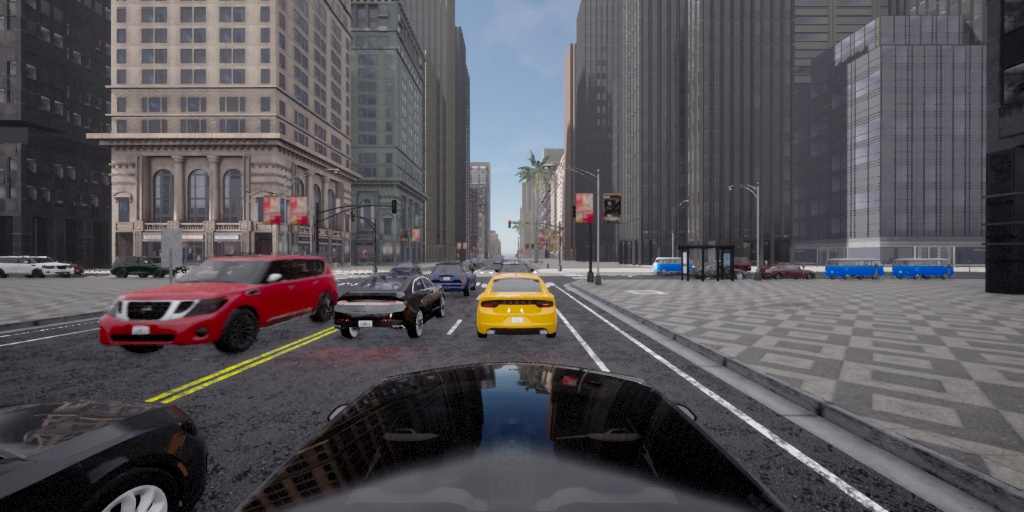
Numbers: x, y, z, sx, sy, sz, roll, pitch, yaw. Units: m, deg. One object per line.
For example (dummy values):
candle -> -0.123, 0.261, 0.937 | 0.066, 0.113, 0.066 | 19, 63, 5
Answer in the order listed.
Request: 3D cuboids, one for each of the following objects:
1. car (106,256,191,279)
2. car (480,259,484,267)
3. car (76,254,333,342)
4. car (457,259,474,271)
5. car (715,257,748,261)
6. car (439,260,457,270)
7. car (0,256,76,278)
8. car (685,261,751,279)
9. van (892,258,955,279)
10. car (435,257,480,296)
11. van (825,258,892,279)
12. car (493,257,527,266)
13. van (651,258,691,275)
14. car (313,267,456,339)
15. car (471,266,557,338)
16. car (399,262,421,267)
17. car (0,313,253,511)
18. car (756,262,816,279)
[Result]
car -> -33.012, 1.007, 32.664 | 5.566, 2.045, 2.150 | 0, 0, 0
car -> -6.484, 1.105, 60.422 | 2.097, 1.767, 4.553 | 0, 0, 1
car -> -6.588, 0.973, 9.129 | 2.150, 2.045, 5.566 | 0, 0, 0
car -> -6.524, 1.257, 50.677 | 1.837, 1.490, 4.892 | 0, 0, -1
car -> 22.802, 1.035, 38.350 | 5.009, 1.841, 2.192 | 0, 0, 0
car -> -9.756, 1.353, 54.719 | 1.895, 1.301, 4.718 | 0, 0, 0
car -> -43.719, 1.020, 32.739 | 5.566, 2.045, 2.150 | 0, 0, 0
car -> 17.116, 1.299, 29.832 | 4.403, 1.370, 2.007 | 0, 0, 0
van -> 34.148, 1.080, 29.810 | 3.998, 1.789, 1.690 | 0, 0, 0
car -> -3.122, 1.102, 19.267 | 2.097, 1.767, 4.553 | 0, 0, 0
van -> 28.471, 1.082, 29.817 | 3.998, 1.789, 1.690 | 0, 0, 0
car -> 0.128, 1.102, 19.291 | 2.097, 1.767, 4.553 | 0, 0, 0
van -> 17.125, 1.065, 38.357 | 3.998, 1.789, 1.690 | 0, 0, 0
car -> -3.138, 1.241, 10.128 | 2.128, 1.511, 4.902 | 0, 0, 0
car -> 0.111, 1.227, 10.217 | 1.882, 1.535, 5.008 | 0, 0, 0
car -> -9.799, 1.298, 33.495 | 2.033, 1.411, 5.357 | 0, 0, 0
car -> -3.152, 1.255, 0.612 | 1.837, 1.490, 4.892 | 0, 0, 0
car -> 22.793, 1.326, 29.825 | 4.207, 1.307, 1.802 | 0, 0, 0
